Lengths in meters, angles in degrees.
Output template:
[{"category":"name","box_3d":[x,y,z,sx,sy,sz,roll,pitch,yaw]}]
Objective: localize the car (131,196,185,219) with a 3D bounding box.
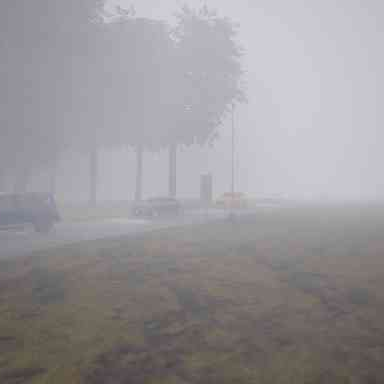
[{"category":"car","box_3d":[-2.473,1.092,25.153,1.837,1.490,4.892,1,2,35]}]

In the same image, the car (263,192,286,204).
[{"category":"car","box_3d":[10.984,0.751,43.962,1.812,1.442,4.674,1,2,36]}]

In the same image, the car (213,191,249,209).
[{"category":"car","box_3d":[4.036,0.751,34.271,2.097,1.767,4.553,1,2,35]}]

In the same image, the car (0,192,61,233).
[{"category":"car","box_3d":[-8.873,1.025,15.484,2.150,2.045,5.566,1,1,30]}]

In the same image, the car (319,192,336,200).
[{"category":"car","box_3d":[22.586,0.671,55.251,1.895,1.301,4.718,1,1,35]}]
